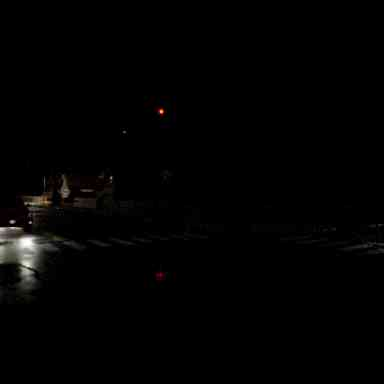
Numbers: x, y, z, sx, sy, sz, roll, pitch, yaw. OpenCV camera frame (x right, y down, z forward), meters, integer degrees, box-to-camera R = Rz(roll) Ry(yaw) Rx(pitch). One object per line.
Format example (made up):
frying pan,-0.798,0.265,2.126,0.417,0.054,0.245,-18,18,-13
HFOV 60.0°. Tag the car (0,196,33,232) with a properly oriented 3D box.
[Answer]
car,-11.267,1.254,20.108,2.150,2.045,5.566,1,-1,-36
